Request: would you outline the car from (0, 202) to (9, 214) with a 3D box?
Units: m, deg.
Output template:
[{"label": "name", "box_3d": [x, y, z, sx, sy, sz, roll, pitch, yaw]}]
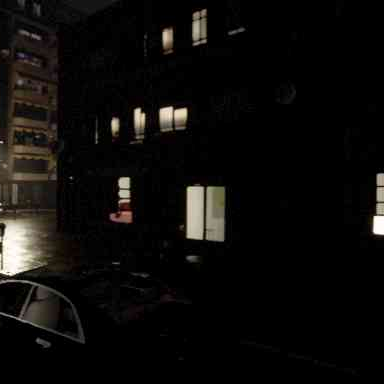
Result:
[{"label": "car", "box_3d": [-21.758, 1.629, 35.153, 2.008, 1.369, 4.403, 1, 0, 36]}]

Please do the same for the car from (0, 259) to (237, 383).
[{"label": "car", "box_3d": [-1.593, 1.550, 4.157, 4.403, 1.369, 2.008, 0, 1, 36]}]
